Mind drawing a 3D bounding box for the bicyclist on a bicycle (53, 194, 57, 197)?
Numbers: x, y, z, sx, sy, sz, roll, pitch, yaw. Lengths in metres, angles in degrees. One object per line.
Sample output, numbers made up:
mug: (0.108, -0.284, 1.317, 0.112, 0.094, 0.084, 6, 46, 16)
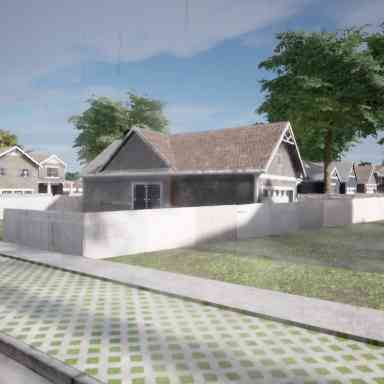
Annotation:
bicyclist on a bicycle: (-13.010, 1.030, 31.524, 1.656, 1.620, 0.582, 0, 1, 34)
